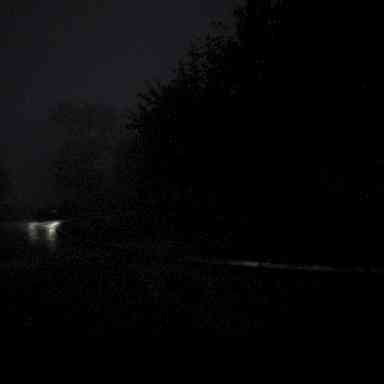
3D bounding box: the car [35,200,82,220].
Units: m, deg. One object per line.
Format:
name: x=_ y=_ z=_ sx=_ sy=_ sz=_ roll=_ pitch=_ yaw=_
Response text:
car: x=-11.106 y=1.424 z=27.948 sx=1.882 sy=1.535 sz=5.008 roll=-1 pitch=0 yaw=9
